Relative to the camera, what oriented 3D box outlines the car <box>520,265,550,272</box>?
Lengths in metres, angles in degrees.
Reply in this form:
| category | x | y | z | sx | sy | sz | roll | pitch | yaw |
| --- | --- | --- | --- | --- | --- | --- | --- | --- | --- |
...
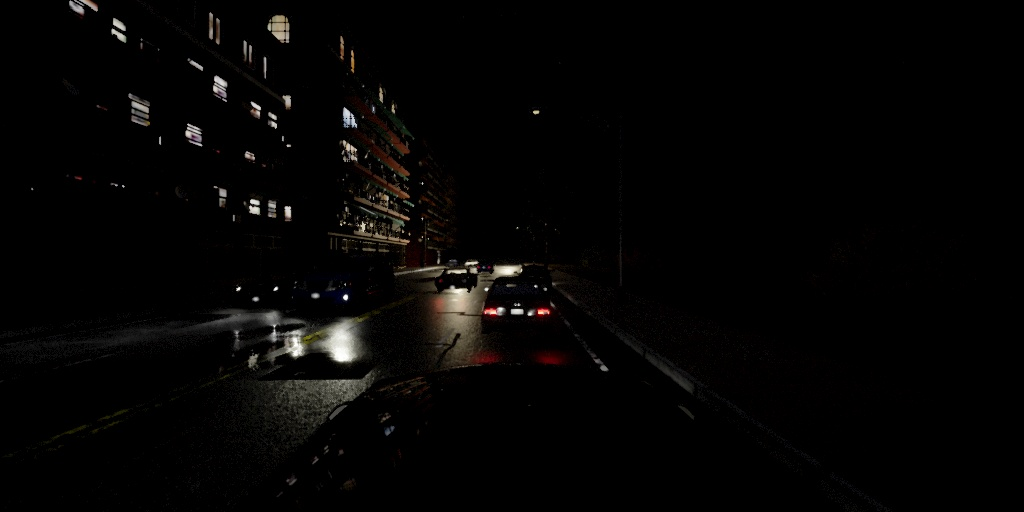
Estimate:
| category | x | y | z | sx | sy | sz | roll | pitch | yaw |
| --- | --- | --- | --- | --- | --- | --- | --- | --- | --- |
| car | 1.171 | 1.255 | 20.257 | 1.837 | 1.490 | 4.892 | 0 | 0 | 0 |

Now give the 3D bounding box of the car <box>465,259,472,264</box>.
| category | x | y | z | sx | sy | sz | roll | pitch | yaw |
| --- | --- | --- | --- | --- | --- | --- | --- | --- | --- |
| car | -6.478 | 1.270 | 58.006 | 1.812 | 1.442 | 4.674 | 0 | 0 | 0 |

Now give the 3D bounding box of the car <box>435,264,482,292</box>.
| category | x | y | z | sx | sy | sz | roll | pitch | yaw |
| --- | --- | --- | --- | --- | --- | --- | --- | --- | --- |
| car | -3.111 | 1.351 | 21.071 | 1.895 | 1.301 | 4.718 | 0 | 0 | 0 |

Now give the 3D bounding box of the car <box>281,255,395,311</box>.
| category | x | y | z | sx | sy | sz | roll | pitch | yaw |
| --- | --- | --- | --- | --- | --- | --- | --- | --- | --- |
| car | -6.578 | 0.972 | 14.773 | 2.150 | 2.045 | 5.566 | 0 | 0 | 0 |

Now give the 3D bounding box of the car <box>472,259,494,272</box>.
| category | x | y | z | sx | sy | sz | roll | pitch | yaw |
| --- | --- | --- | --- | --- | --- | --- | --- | --- | --- |
| car | -3.071 | 1.294 | 41.663 | 2.033 | 1.411 | 5.357 | 0 | 0 | 0 |

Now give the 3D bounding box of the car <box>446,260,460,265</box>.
| category | x | y | z | sx | sy | sz | roll | pitch | yaw |
| --- | --- | --- | --- | --- | --- | --- | --- | --- | --- |
| car | -9.719 | 1.308 | 59.321 | 1.994 | 1.385 | 4.181 | 0 | 0 | 0 |

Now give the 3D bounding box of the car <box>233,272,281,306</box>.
| category | x | y | z | sx | sy | sz | roll | pitch | yaw |
| --- | --- | --- | --- | --- | --- | --- | --- | --- | --- |
| car | -9.823 | 1.351 | 15.975 | 1.895 | 1.301 | 4.718 | 0 | 0 | 0 |

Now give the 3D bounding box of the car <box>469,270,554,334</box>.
| category | x | y | z | sx | sy | sz | roll | pitch | yaw |
| --- | --- | --- | --- | --- | --- | --- | --- | --- | --- |
| car | 0.117 | 1.298 | 10.568 | 2.033 | 1.411 | 5.357 | 0 | 0 | 0 |
